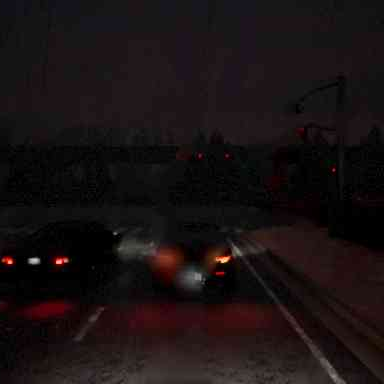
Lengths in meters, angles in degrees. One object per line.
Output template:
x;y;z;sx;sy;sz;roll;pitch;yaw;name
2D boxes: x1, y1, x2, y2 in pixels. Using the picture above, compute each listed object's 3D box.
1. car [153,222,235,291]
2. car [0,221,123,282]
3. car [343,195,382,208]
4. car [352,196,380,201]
0.062;1.532;8.923;1.812;1.442;4.674;0;0;0;car
-3.431;1.554;9.741;2.033;1.411;5.357;0;0;0;car
24.327;1.389;47.517;4.553;1.767;2.097;0;0;0;car
23.256;1.598;44.026;4.181;1.385;1.994;0;0;0;car
